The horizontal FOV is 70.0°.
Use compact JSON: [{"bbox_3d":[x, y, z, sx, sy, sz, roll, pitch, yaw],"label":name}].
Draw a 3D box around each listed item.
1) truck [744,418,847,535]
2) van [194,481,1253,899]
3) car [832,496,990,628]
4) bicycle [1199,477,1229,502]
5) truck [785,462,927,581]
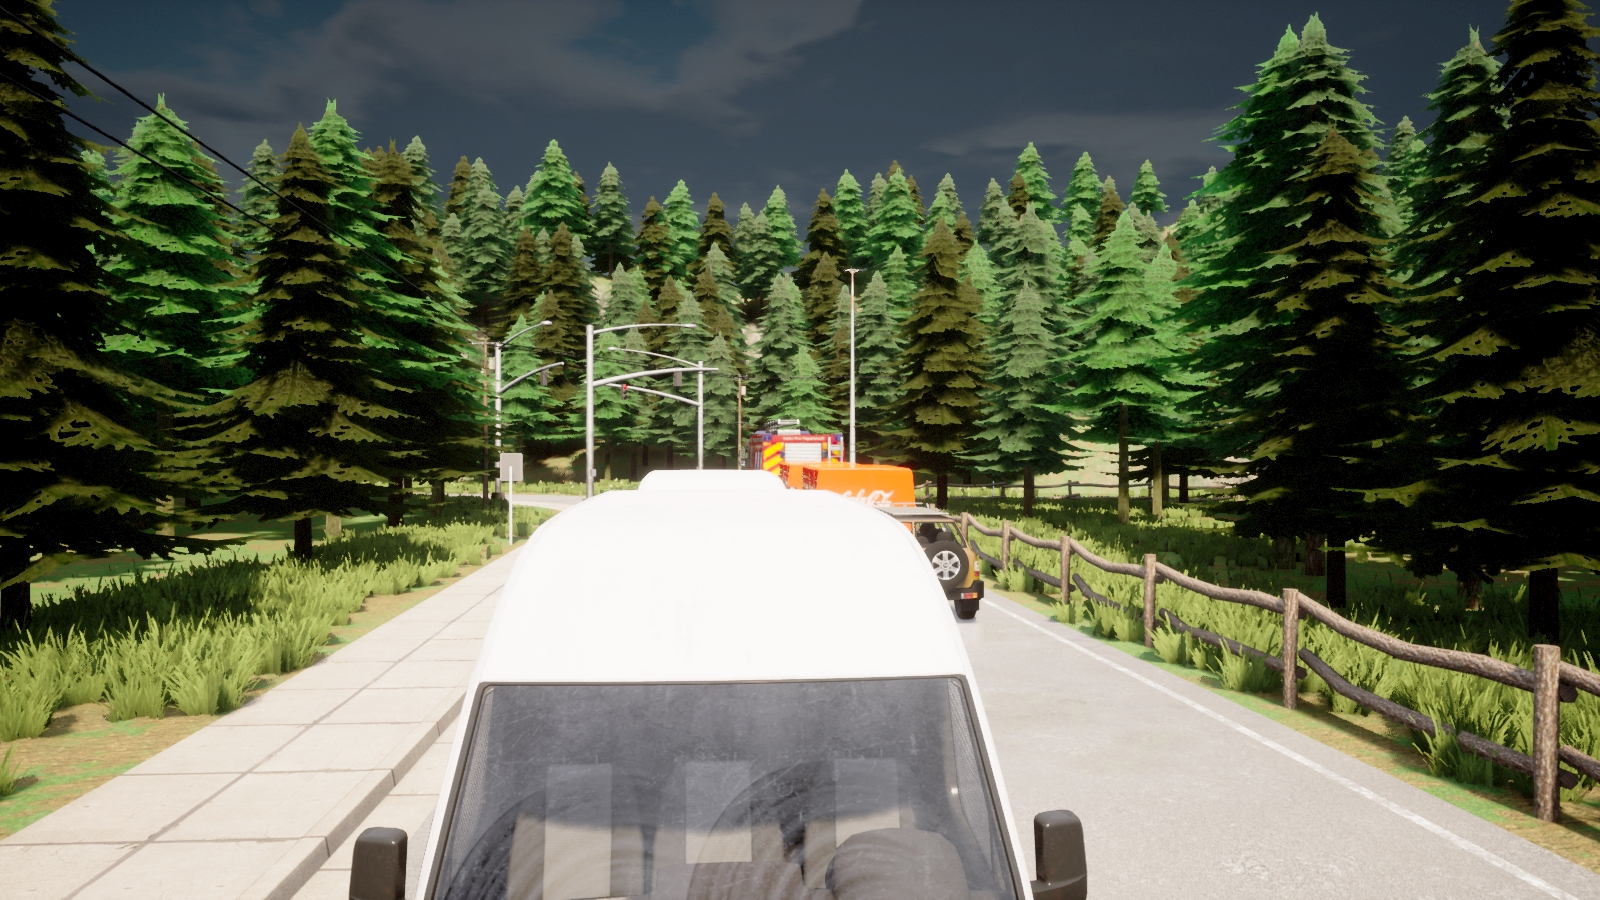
[{"bbox_3d":[-0.332,0.864,41.734,2.891,3.827,8.468,0,0,-6],"label":"truck"},{"bbox_3d":[-0.340,1.500,5.099,1.988,2.561,5.915,0,0,-5],"label":"van"},{"bbox_3d":[1.805,1.837,20.138,1.932,1.855,4.605,0,0,-5],"label":"car"},{"bbox_3d":[22.745,2.158,62.760,1.487,1.276,0.859,0,1,25],"label":"bicycle"},{"bbox_3d":[1.155,1.541,26.868,2.627,2.467,5.204,0,0,-5],"label":"truck"}]
